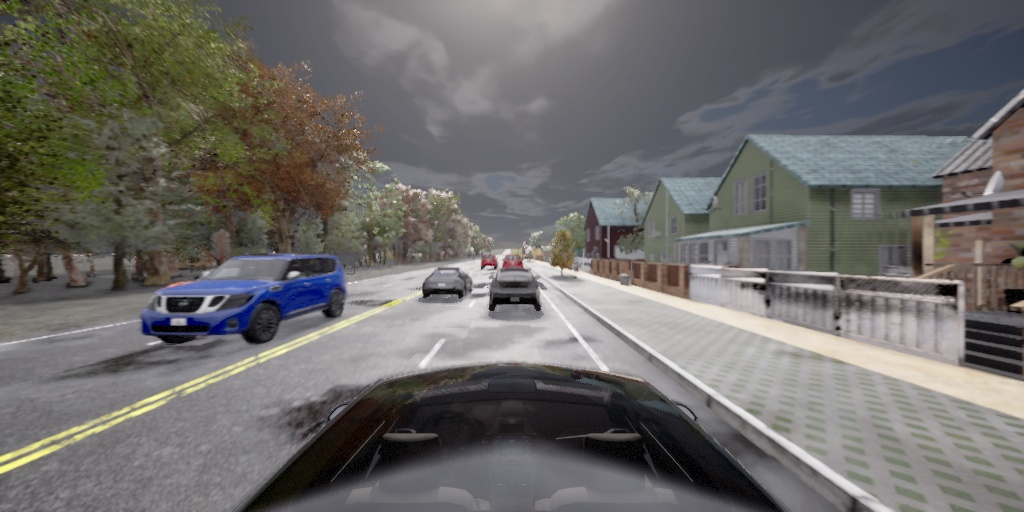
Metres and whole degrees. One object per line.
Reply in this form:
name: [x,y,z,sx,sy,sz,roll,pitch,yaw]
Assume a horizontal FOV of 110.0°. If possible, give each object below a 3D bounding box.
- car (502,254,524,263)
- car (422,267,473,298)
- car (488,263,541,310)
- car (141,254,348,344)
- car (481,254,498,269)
car: [0.096,0.831,38.381,2.150,2.045,5.566,0,0,0]
car: [-3.154,1.258,18.083,1.994,1.385,4.181,0,0,0]
car: [0.099,1.211,14.476,1.837,1.490,4.892,0,0,0]
car: [-6.599,0.947,9.862,2.150,2.045,5.566,0,0,0]
car: [-3.158,0.773,50.762,2.150,2.045,5.566,0,0,0]
